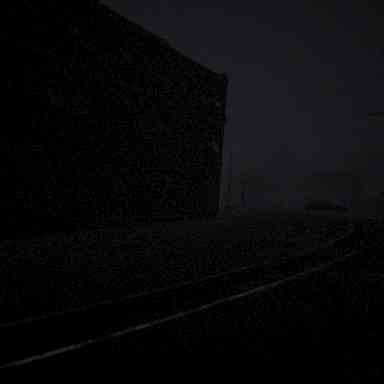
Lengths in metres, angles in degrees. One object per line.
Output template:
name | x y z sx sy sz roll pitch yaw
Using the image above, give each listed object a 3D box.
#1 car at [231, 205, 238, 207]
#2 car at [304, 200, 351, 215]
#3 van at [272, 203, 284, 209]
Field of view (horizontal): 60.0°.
car | 8.055 3.291 63.526 1.946 1.575 5.366 2 -5 18
car | 14.966 1.677 36.819 4.902 1.511 2.128 3 -3 38
van | 15.109 2.979 58.085 1.878 1.987 4.442 2 -5 18
